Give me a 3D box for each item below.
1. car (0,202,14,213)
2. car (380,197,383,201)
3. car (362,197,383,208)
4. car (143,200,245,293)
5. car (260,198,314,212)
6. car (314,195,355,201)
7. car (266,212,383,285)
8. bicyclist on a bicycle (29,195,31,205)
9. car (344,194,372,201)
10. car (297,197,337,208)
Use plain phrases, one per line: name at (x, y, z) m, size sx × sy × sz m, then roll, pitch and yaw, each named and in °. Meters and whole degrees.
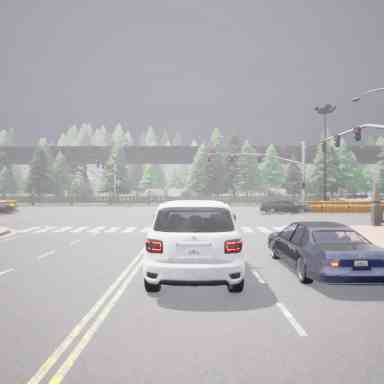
car at (-20.673, 1.352, 33.748) m, size 4.553 × 1.767 × 2.097 m, roll 0°, pitch 0°, yaw 0°
car at (26.180, 1.477, 40.687) m, size 5.008 × 1.535 × 1.882 m, roll 0°, pitch 0°, yaw 0°
car at (27.327, 1.505, 47.680) m, size 4.892 × 1.490 × 1.837 m, roll 0°, pitch 0°, yaw 0°
car at (0.068, 1.221, 9.018) m, size 2.150 × 2.045 × 5.566 m, roll 0°, pitch 0°, yaw 1°
car at (9.316, 1.505, 33.575) m, size 4.892 × 1.490 × 1.837 m, roll 0°, pitch 0°, yaw 0°
car at (16.677, 1.491, 40.734) m, size 4.902 × 1.511 × 2.128 m, roll 0°, pitch 0°, yaw 0°
car at (3.577, 1.547, 9.506) m, size 2.033 × 1.411 × 5.357 m, roll 0°, pitch 0°, yaw 0°
bicyclist on a bicycle at (-27.009, 1.300, 55.766) m, size 0.582 × 1.620 × 1.656 m, roll 0°, pitch 0°, yaw 0°
car at (21.120, 1.221, 44.210) m, size 5.566 × 2.045 × 2.150 m, roll 0°, pitch 0°, yaw 0°
car at (17.834, 1.477, 47.728) m, size 5.008 × 1.535 × 1.882 m, roll 0°, pitch 0°, yaw 0°
